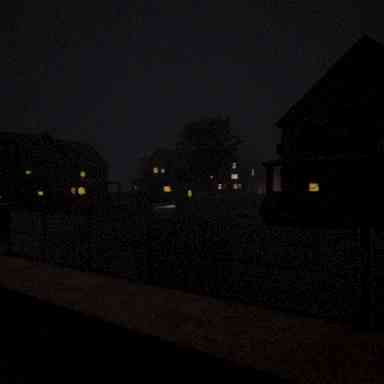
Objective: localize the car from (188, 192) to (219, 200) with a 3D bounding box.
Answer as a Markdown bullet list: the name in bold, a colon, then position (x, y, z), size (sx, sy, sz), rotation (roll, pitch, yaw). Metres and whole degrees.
- **car**: position (1.378, 0.831, 38.269), size (1.837, 1.490, 4.892), rotation (1, 3, 36)

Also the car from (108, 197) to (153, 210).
- **car**: position (-5.346, 1.166, 28.814), size (1.994, 1.385, 4.181), rotation (1, 2, 36)

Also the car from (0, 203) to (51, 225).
- **car**: position (-11.285, 1.392, 20.416), size (2.033, 1.411, 5.357), rotation (0, 2, 34)
